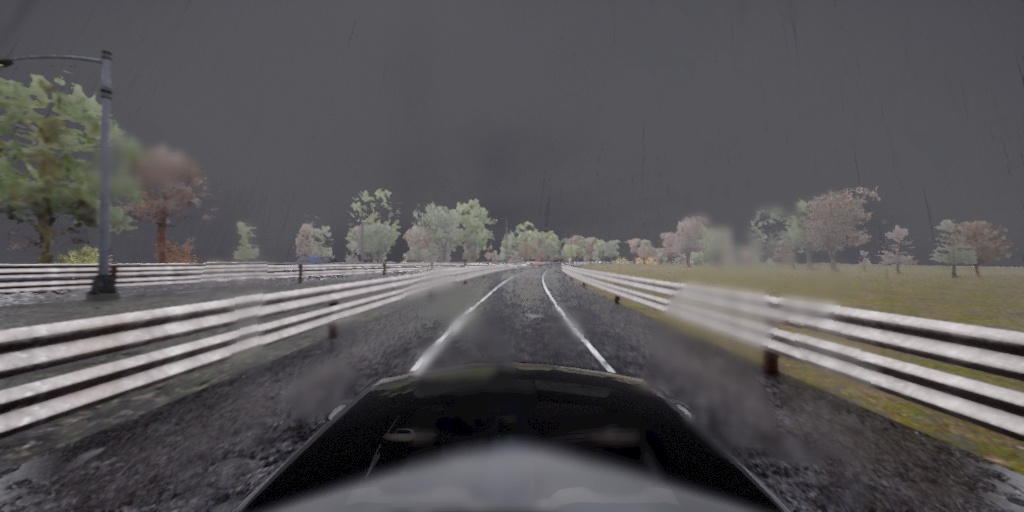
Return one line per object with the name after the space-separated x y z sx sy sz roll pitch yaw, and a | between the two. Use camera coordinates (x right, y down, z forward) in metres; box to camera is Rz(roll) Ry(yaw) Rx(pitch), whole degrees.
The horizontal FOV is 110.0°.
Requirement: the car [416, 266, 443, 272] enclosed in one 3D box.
-12.254 1.705 55.112 1.895 1.301 4.718 0 -1 16 | car

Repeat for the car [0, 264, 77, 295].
-22.500 1.068 15.706 1.812 1.442 4.674 0 -1 14 | car

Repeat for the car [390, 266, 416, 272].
-16.188 1.691 54.100 1.895 1.301 4.718 0 -1 16 | car

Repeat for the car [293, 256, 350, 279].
-17.947 1.007 34.117 2.150 2.045 5.566 0 -1 15 | car
